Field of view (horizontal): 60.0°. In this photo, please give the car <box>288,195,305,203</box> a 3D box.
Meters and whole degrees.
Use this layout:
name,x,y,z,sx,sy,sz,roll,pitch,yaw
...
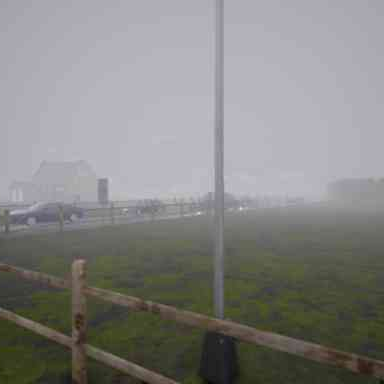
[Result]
name,x,y,z,sx,sy,sz,roll,pitch,yaw
car,18.485,1.265,58.912,1.994,1.385,4.181,-1,0,34

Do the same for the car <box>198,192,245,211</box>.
name,x,y,z,sx,sy,sz,roll,pitch,yaw
car,3.377,1.056,36.949,2.150,2.045,5.566,-1,0,34

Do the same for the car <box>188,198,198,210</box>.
name,x,y,z,sx,sy,sz,roll,pitch,yaw
car,1.381,1.359,39.240,1.837,1.490,4.892,-1,0,34

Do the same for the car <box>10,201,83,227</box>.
name,x,y,z,sx,sy,sz,roll,pitch,yaw
car,-9.932,1.418,22.858,1.882,1.535,5.008,-1,0,36

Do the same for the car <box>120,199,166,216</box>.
name,x,y,z,sx,sy,sz,roll,pitch,yaw
car,-4.474,1.390,30.733,2.128,1.511,4.902,-1,0,35

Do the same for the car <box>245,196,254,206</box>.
name,x,y,z,sx,sy,sz,roll,pitch,yaw
car,7.294,1.310,47.796,1.837,1.490,4.892,-1,0,34
